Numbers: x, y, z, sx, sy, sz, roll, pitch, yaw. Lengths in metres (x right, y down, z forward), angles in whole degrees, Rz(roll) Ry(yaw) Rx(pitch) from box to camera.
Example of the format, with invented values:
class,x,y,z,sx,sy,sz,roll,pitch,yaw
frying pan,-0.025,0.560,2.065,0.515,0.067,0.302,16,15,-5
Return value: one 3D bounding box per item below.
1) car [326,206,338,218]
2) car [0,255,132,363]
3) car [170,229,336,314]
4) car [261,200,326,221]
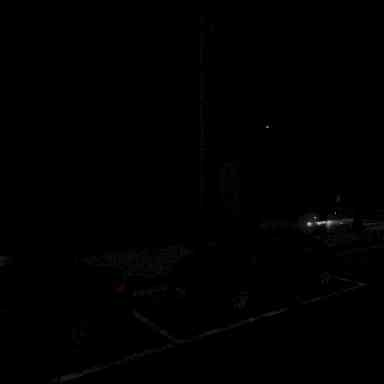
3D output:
class,x,y,z,sx,sy,sz,roll,pitch,yaw
car,10.264,1.479,29.125,1.837,1.490,4.892,0,0,-36
car,-2.883,1.582,4.478,4.206,1.307,1.802,0,0,-35
car,1.555,1.565,7.643,4.313,1.339,1.947,0,0,-35
car,7.682,1.531,27.148,2.033,1.411,5.357,0,0,-36
